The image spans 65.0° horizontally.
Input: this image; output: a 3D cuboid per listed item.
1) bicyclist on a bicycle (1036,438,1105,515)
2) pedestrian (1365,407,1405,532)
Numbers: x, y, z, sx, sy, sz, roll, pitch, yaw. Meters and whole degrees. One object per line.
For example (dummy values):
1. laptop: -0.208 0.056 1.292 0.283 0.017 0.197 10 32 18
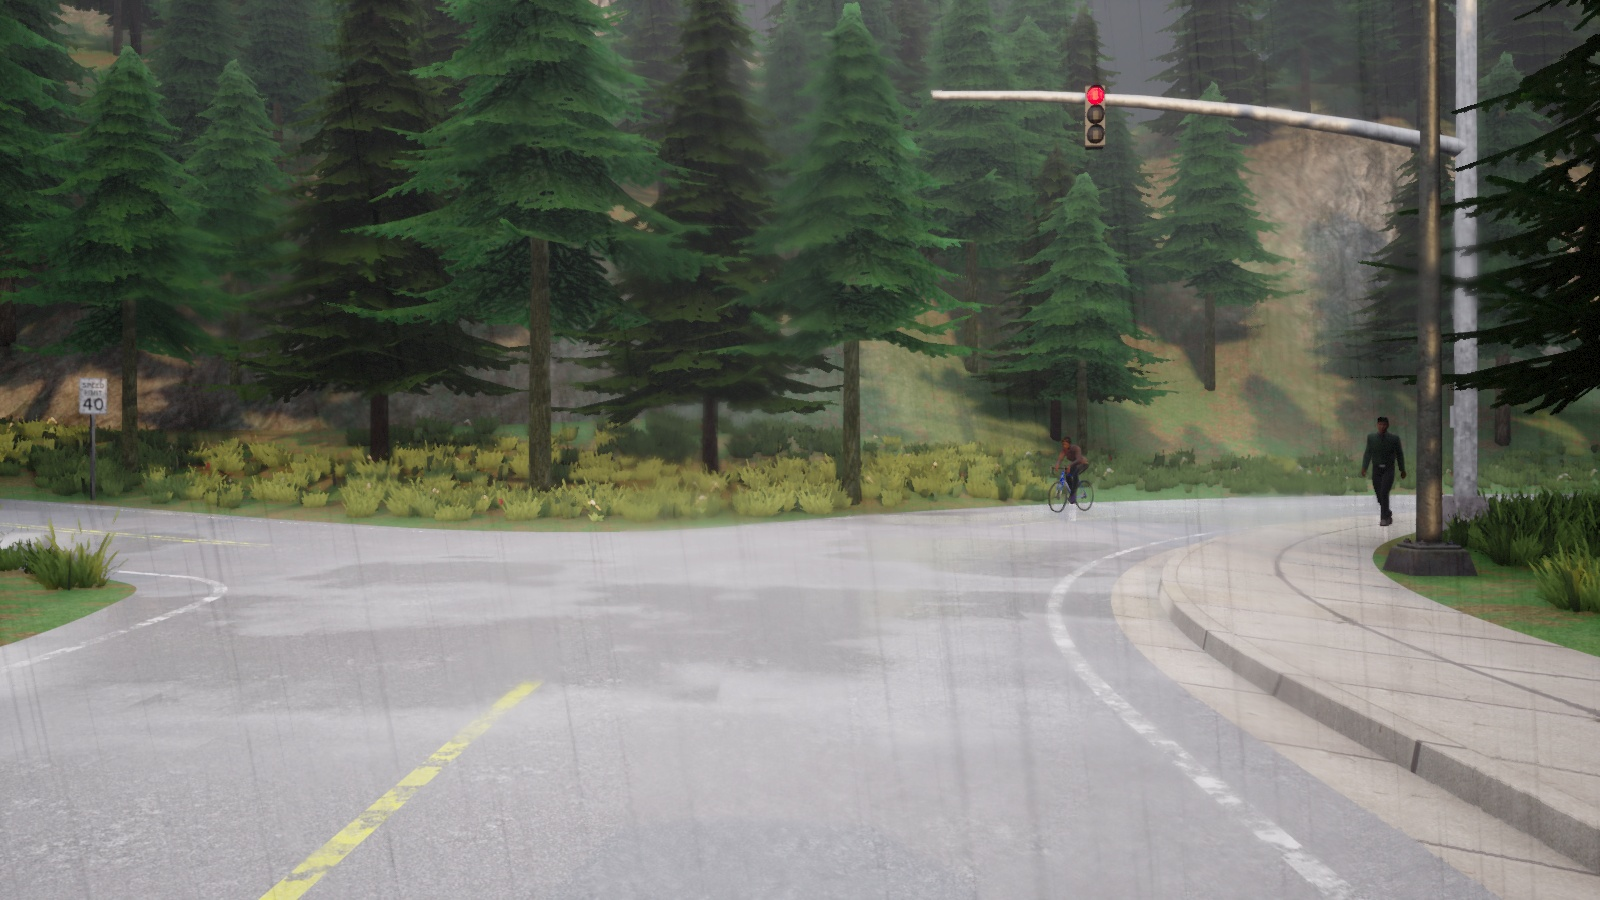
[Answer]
1. bicyclist on a bicycle: 5.842 0.551 27.089 1.656 1.620 0.582 -1 1 -42
2. pedestrian: 9.368 0.303 20.110 0.423 1.949 0.788 0 0 37
